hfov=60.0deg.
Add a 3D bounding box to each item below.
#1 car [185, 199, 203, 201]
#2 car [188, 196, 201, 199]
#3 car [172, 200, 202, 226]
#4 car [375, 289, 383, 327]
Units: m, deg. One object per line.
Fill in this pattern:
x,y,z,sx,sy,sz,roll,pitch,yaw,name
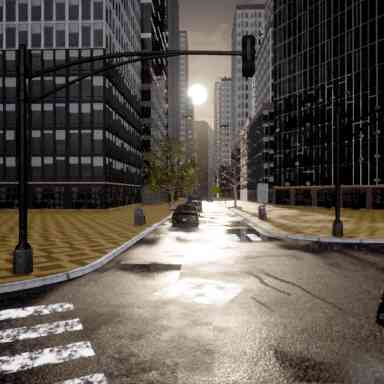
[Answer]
-0.056,1.777,35.621,1.812,1.442,4.674,0,0,2,car
0.328,1.554,46.274,2.150,2.045,5.566,0,0,2,car
-0.427,1.654,25.409,1.882,1.535,5.008,0,0,2,car
4.991,1.573,5.363,4.181,1.385,1.994,0,0,-27,car
